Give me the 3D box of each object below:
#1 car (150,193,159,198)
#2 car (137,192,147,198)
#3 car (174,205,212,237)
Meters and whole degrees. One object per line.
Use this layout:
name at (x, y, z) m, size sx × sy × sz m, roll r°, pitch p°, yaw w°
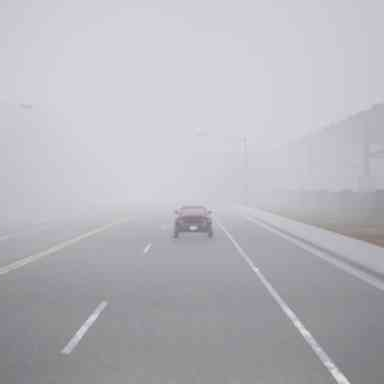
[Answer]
car at (-10.157, 0.983, 90.528) m, size 1.895 × 1.301 × 4.718 m, roll 0°, pitch 0°, yaw 0°
car at (-13.657, 0.740, 90.600) m, size 2.097 × 1.767 × 4.553 m, roll 0°, pitch 0°, yaw 0°
car at (0.062, 1.410, 17.139) m, size 1.812 × 1.442 × 4.674 m, roll 0°, pitch 0°, yaw 0°
